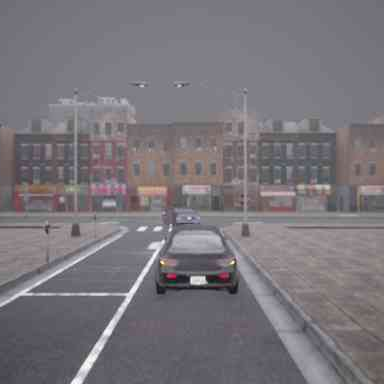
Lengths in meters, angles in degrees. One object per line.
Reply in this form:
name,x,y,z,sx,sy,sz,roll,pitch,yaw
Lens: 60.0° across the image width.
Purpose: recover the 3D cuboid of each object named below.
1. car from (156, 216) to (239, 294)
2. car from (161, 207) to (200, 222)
car,0.103,1.587,8.806,1.812,1.442,4.674,0,-1,0
car,-0.857,1.718,23.109,2.033,1.411,5.357,0,-1,-15
